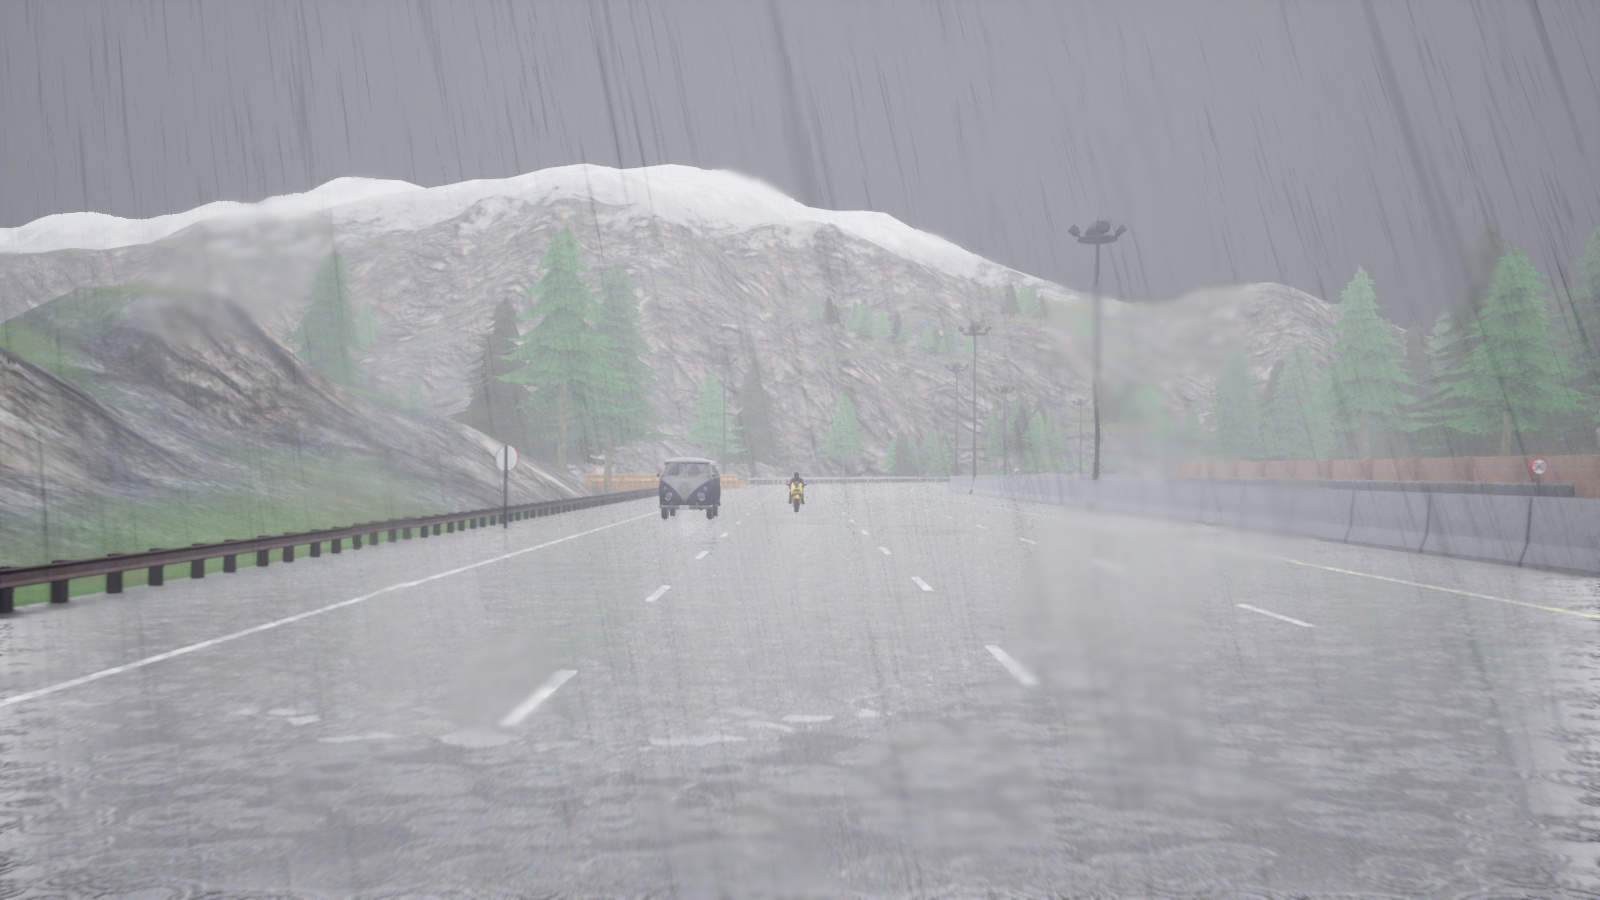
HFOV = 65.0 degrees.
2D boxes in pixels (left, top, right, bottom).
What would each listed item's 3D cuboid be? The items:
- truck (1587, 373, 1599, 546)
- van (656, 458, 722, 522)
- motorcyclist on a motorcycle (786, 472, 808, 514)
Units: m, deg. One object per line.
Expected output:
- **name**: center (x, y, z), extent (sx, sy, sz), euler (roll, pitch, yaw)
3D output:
- **truck**: center (17.444, 0.123, 21.511), extent (2.891, 3.462, 7.936), euler (0, -1, 0)
- **van**: center (-3.601, 1.276, 41.432), extent (1.775, 1.987, 4.442), euler (0, -1, 0)
- **motorcyclist on a motorcycle**: center (-0.114, 1.585, 47.033), extent (0.797, 1.523, 2.044), euler (0, -1, 0)
